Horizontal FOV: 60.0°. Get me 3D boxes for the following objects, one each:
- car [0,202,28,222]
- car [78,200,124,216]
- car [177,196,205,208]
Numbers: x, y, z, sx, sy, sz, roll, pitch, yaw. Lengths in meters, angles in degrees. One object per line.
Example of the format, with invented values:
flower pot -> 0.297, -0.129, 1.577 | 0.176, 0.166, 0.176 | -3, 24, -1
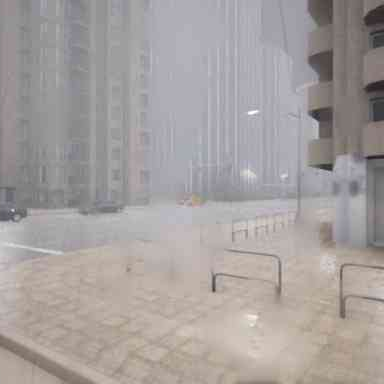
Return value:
car -> -14.803, 1.544, 24.621 | 1.837, 1.490, 4.892 | 0, 0, 36
car -> -8.937, 1.545, 33.076 | 1.837, 1.490, 4.892 | 0, 0, 35
car -> -0.087, 1.323, 45.760 | 1.882, 1.535, 5.008 | 0, 0, 35
